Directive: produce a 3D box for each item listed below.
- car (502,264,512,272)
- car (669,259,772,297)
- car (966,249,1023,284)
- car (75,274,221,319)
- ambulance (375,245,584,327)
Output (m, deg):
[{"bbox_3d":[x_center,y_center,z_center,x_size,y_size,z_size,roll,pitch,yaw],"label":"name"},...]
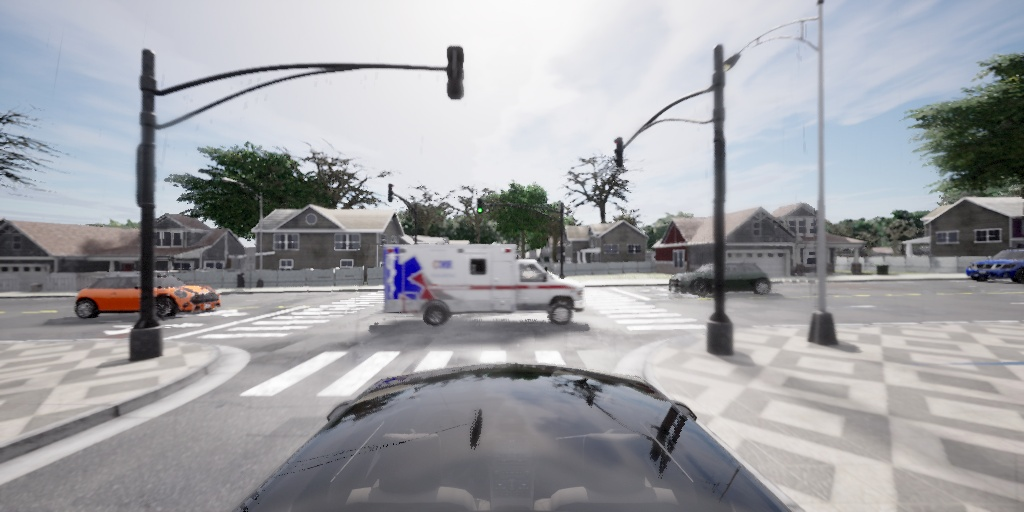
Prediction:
[{"bbox_3d":[-0.884,2.114,63.883,1.837,1.490,4.892,0,-1,-1],"label":"car"},{"bbox_3d":[10.514,1.073,18.384,4.553,1.767,2.097,-1,0,0],"label":"car"},{"bbox_3d":[31.274,0.573,21.746,5.566,2.045,2.150,-1,0,0],"label":"car"},{"bbox_3d":[-14.807,1.531,14.793,4.553,1.767,2.097,-1,0,0],"label":"car"},{"bbox_3d":[-0.921,0.885,11.728,6.366,2.431,2.351,0,-1,0],"label":"ambulance"}]
